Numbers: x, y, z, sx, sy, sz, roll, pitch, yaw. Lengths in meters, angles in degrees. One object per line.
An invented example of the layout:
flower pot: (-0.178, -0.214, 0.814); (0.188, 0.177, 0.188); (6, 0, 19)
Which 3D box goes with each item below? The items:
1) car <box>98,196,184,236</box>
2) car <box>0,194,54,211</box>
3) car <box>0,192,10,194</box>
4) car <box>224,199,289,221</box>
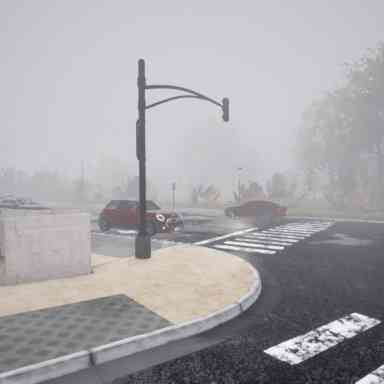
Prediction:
car: (-2.604, 1.135, 16.943); (4.553, 1.767, 2.097); (1, 1, 32)
car: (-11.333, 1.117, 22.366); (4.902, 1.511, 2.128); (1, 1, 31)
car: (-23.853, 0.723, 41.058); (4.902, 1.511, 2.128); (1, 1, 29)
car: (4.623, 1.253, 24.138); (4.674, 1.442, 1.812); (1, 1, 33)
